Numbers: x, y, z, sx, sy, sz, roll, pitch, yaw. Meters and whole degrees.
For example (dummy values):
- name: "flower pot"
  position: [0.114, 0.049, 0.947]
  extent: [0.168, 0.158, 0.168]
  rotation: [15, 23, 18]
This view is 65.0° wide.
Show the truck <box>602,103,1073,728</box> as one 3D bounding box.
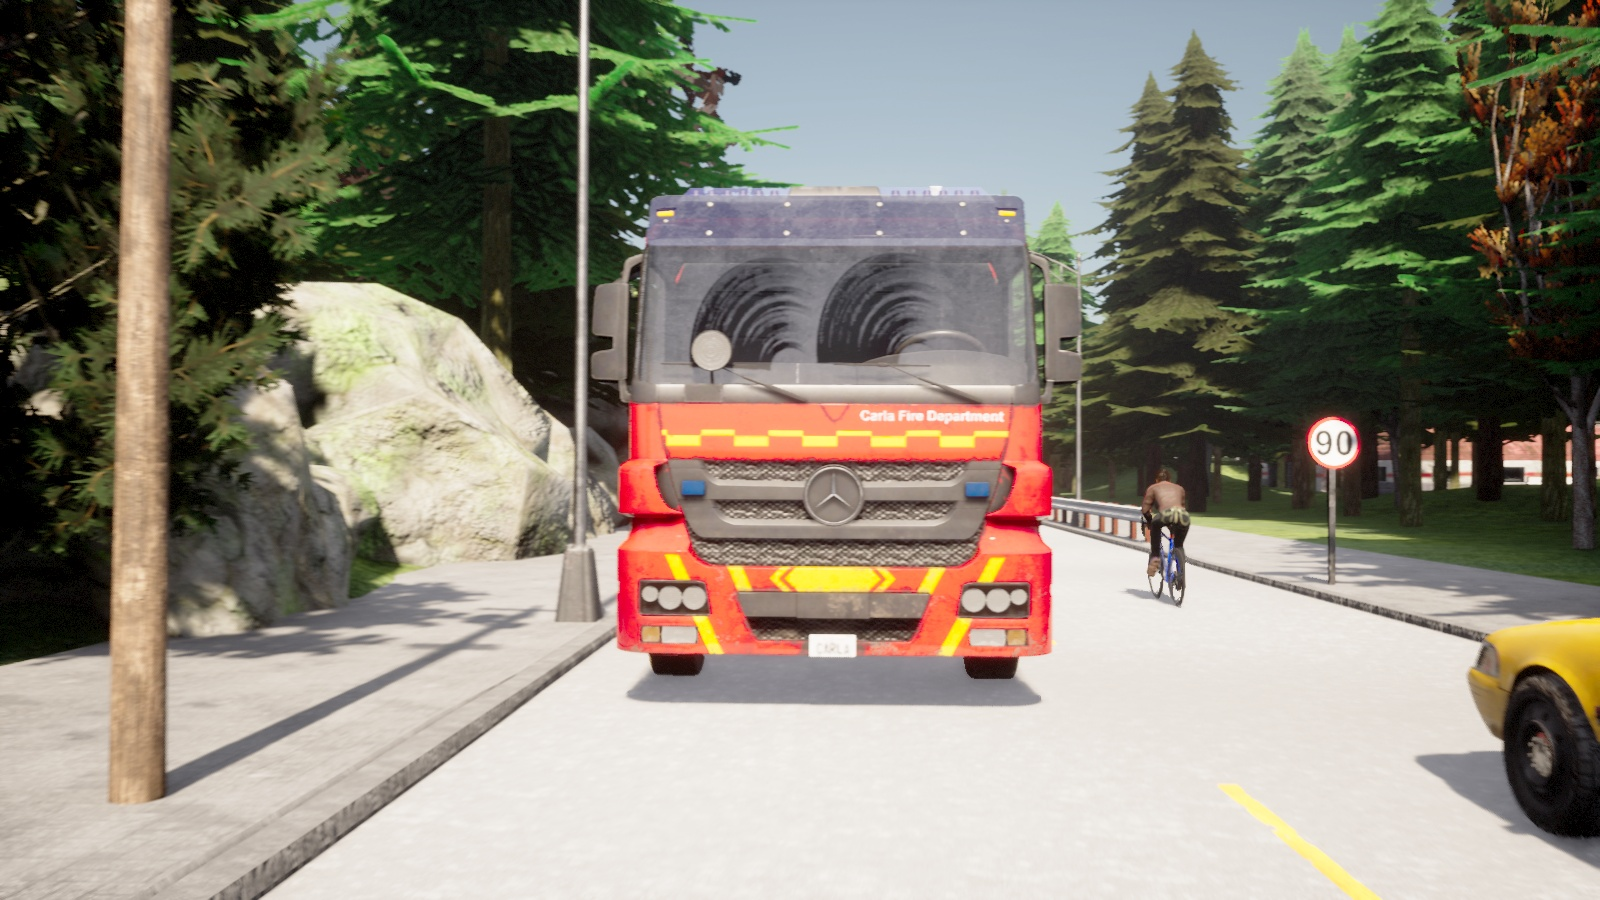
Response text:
- name: "truck"
  position: [0.354, -0.147, 11.963]
  extent: [2.891, 3.827, 8.468]
  rotation: [0, -1, 2]

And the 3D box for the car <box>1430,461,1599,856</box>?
- name: "car"
  position: [4.040, 0.807, 3.725]
  extent: [1.801, 1.575, 5.366]
  rotation: [0, -1, 2]

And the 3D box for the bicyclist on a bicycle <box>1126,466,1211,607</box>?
- name: "bicyclist on a bicycle"
  position: [4.470, 1.018, 15.318]
  extent: [0.582, 1.620, 1.656]
  rotation: [0, -1, 2]
